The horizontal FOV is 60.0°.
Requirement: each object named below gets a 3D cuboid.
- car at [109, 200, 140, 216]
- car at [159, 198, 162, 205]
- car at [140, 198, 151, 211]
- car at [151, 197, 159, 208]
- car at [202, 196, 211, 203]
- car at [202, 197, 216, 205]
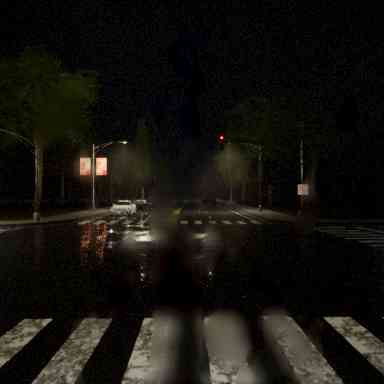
[{"bbox_3d":[-6.616,1.553,32.404,1.812,1.442,4.674,0,0,0],"label":"car"},{"bbox_3d":[-6.606,1.684,61.160,2.033,1.411,5.357,0,0,0],"label":"car"},{"bbox_3d":[-6.622,1.650,41.415,1.895,1.301,4.718,0,0,0],"label":"car"},{"bbox_3d":[-6.631,1.613,50.507,1.812,1.442,4.674,0,0,0],"label":"car"},{"bbox_3d":[3.194,1.715,72.520,1.812,1.442,4.674,0,0,0],"label":"car"},{"bbox_3d":[3.301,1.612,60.712,1.882,1.535,5.008,0,-1,0],"label":"car"}]
